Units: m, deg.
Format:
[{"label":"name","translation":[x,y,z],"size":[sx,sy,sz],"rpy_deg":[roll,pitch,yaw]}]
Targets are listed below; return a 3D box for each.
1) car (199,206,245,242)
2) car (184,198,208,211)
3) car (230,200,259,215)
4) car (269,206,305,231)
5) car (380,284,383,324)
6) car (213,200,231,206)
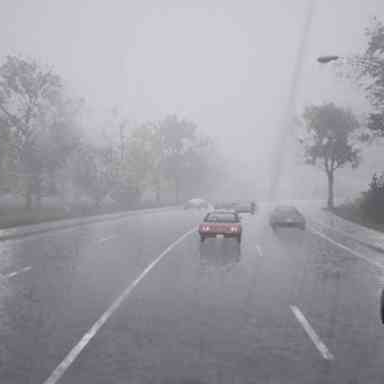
[{"label":"car","translation":[1.529,1.604,16.371],"size":[1.895,1.301,4.718],"rpy_deg":[0,0,9]},{"label":"car","translation":[0.571,1.510,41.019],"size":[1.812,1.442,4.674],"rpy_deg":[0,0,21]},{"label":"car","translation":[5.644,1.565,33.905],"size":[2.033,1.411,5.357],"rpy_deg":[0,0,18]},{"label":"car","translation":[5.984,1.587,21.181],"size":[1.994,1.385,4.181],"rpy_deg":[0,0,11]},{"label":"car","translation":[3.800,1.505,3.254],"size":[2.128,1.511,4.902],"rpy_deg":[0,0,2]},{"label":"car","translation":[4.079,1.606,40.550],"size":[1.895,1.301,4.718],"rpy_deg":[0,0,21]}]
